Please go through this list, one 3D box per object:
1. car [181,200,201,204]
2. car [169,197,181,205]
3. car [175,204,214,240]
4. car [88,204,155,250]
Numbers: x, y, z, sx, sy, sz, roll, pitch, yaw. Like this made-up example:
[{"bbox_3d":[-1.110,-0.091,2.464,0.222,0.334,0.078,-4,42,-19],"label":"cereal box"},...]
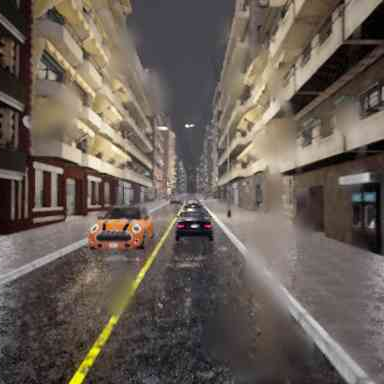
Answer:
[{"bbox_3d":[0.111,1.556,38.670,1.994,1.385,4.181,0,0,0],"label":"car"},{"bbox_3d":[-2.782,1.537,57.368,1.994,1.385,4.181,0,0,1],"label":"car"},{"bbox_3d":[0.105,1.549,17.086,2.033,1.411,5.357,0,0,0],"label":"car"},{"bbox_3d":[-2.845,1.354,14.267,2.097,1.767,4.553,0,0,0],"label":"car"}]
